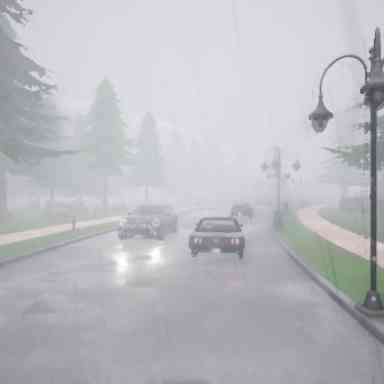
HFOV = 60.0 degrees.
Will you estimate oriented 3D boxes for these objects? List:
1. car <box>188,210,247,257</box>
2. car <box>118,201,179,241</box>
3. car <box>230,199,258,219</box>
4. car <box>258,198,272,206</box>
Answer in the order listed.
[{"bbox_3d":[1.076,1.625,13.027,1.895,1.301,4.718,0,0,7],"label":"car"},{"bbox_3d":[-2.064,1.372,16.797,2.097,1.767,4.553,0,0,9],"label":"car"},{"bbox_3d":[4.642,1.567,30.113,1.837,1.490,4.892,0,0,16],"label":"car"},{"bbox_3d":[12.296,1.692,57.289,1.994,1.385,4.181,0,0,30],"label":"car"}]
